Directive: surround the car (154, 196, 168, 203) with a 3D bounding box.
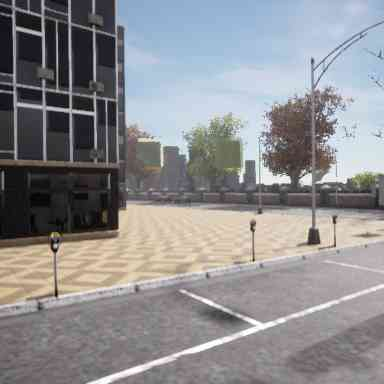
[{"bbox_3d":[-6.164,1.505,69.121,1.882,1.535,5.008,-1,0,-36],"label":"car"}]

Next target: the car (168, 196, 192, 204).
[{"bbox_3d":[-1.998,1.514,63.496,1.837,1.490,4.892,-1,0,-36],"label":"car"}]
